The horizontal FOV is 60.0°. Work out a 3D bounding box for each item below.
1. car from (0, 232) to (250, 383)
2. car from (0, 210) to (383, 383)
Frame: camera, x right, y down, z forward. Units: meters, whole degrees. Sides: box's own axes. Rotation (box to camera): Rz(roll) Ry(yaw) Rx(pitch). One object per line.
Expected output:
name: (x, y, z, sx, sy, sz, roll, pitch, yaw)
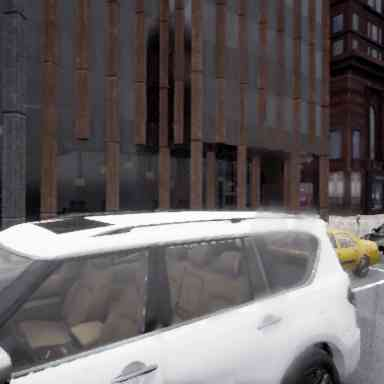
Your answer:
car: (-1.244, 1.585, 5.761, 4.313, 1.339, 1.947, 1, 0, -35)
car: (-0.835, 1.228, 2.782, 5.566, 2.045, 2.150, 1, 0, -35)
